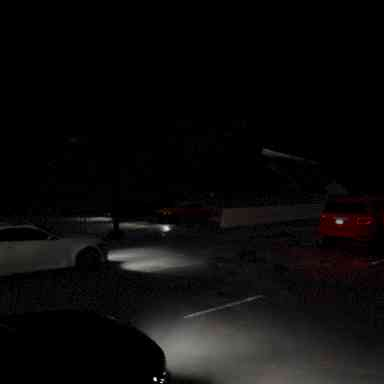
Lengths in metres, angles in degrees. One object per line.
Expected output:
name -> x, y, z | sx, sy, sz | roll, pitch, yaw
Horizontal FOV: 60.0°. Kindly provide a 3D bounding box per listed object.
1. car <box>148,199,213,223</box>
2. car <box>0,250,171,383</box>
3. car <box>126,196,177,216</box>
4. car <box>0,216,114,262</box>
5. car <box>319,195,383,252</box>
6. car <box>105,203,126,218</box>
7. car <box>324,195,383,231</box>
car -> -0.565, 1.521, 25.711 | 5.008, 1.535, 1.882 | 0, 0, -40
car -> -2.418, 1.509, 2.112 | 4.892, 1.490, 1.837 | 0, 0, -35
car -> -2.820, 1.136, 28.388 | 4.892, 1.490, 1.837 | 0, 0, -40
car -> -4.672, 1.538, 9.112 | 4.674, 1.442, 1.812 | 0, 0, -36
car -> 7.635, 1.219, 14.287 | 5.566, 2.045, 2.150 | 0, 0, -40
car -> -5.267, 1.573, 30.910 | 5.357, 1.411, 2.033 | 0, 0, -40
car -> 11.022, 1.218, 21.825 | 5.566, 2.045, 2.150 | 0, 0, -42
